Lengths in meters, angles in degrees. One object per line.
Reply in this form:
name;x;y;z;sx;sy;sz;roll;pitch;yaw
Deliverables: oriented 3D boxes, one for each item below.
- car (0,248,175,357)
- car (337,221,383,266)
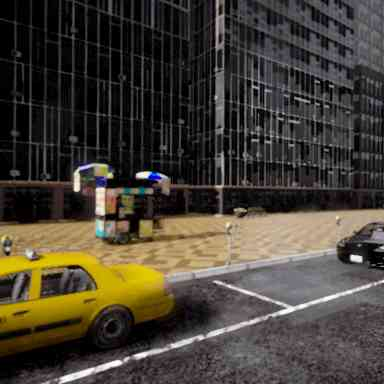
car;-2.571;1.531;4.727;4.829;1.417;1.752;1;0;-36
car;6.788;1.677;11.417;4.313;1.339;1.947;1;0;-36
